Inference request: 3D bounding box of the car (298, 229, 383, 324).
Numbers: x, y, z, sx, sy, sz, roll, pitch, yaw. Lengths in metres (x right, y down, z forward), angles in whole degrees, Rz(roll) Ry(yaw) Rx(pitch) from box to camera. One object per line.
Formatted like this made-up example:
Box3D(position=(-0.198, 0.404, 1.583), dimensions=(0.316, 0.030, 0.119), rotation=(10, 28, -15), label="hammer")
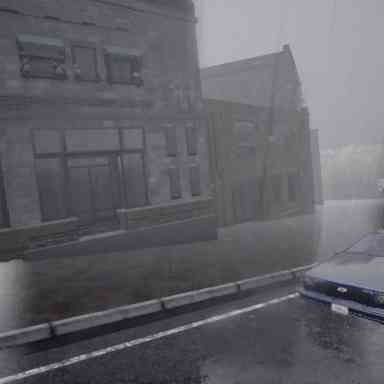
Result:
Box3D(position=(4.568, 1.522, 7.105), dimensions=(5.357, 1.411, 2.033), rotation=(-1, 0, -37), label="car")
